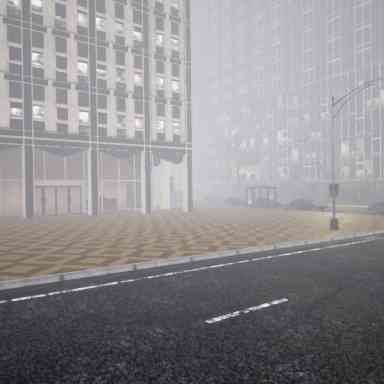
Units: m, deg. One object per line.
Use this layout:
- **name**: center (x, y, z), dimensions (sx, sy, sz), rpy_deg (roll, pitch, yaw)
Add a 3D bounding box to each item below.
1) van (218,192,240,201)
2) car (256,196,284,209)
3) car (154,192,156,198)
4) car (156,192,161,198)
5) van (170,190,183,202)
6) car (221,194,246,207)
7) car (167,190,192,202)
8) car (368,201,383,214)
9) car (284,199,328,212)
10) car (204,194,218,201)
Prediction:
- **van**: center (6.986, 0.853, 60.121), dimensions (1.690, 1.788, 3.998), rpy_deg (-1, 1, -34)
- **car**: center (9.573, 1.386, 41.256), dimensions (1.802, 1.307, 4.206), rpy_deg (-1, 1, -34)
- **car**: center (-9.021, 0.684, 83.602), dimensions (1.967, 1.590, 4.097), rpy_deg (0, 1, -34)
- **car**: center (-5.820, 0.613, 78.905), dimensions (2.192, 1.841, 5.009), rpy_deg (0, 1, -34)
- **van**: center (-3.139, 0.936, 60.098), dimensions (1.690, 1.788, 3.998), rpy_deg (0, 1, -34)
- **car**: center (6.420, 1.318, 45.984), dimensions (1.947, 1.339, 4.313), rpy_deg (-1, 1, -34)
- **car**: center (-2.454, 0.735, 63.840), dimensions (2.150, 2.045, 5.566), rpy_deg (-1, 1, -34)
- **car**: center (19.569, 1.434, 31.372), dimensions (2.033, 1.411, 5.357), rpy_deg (-1, 1, -34)
- **car**: center (12.761, 1.422, 36.547), dimensions (1.947, 1.339, 4.313), rpy_deg (-1, 1, -34)
- **car**: center (3.785, 1.041, 64.820), dimensions (1.802, 1.307, 4.206), rpy_deg (-1, 1, -34)
